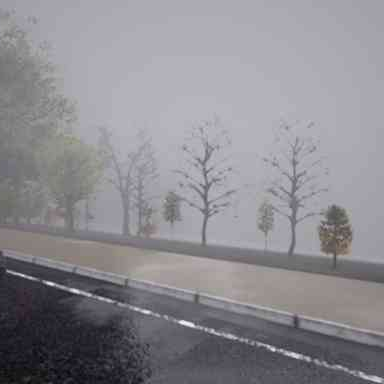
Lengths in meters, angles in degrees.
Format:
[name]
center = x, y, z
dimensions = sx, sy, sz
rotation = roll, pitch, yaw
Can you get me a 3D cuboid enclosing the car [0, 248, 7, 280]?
[car]
center = -6.418, 1.484, 8.187
dimensions = 4.181, 1.385, 1.994
rotation = 1, 0, 35
